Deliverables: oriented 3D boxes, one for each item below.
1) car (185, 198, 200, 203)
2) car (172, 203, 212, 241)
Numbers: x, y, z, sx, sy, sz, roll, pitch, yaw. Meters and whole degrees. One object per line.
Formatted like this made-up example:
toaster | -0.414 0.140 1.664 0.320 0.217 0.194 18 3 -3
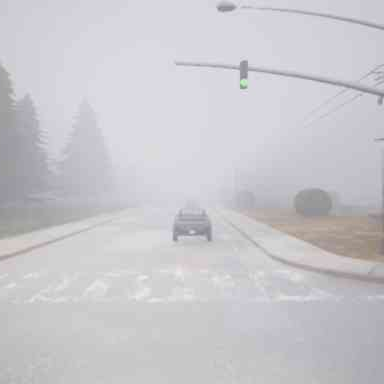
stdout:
car | 0.063 1.628 46.123 1.837 1.490 4.892 0 0 1
car | 0.011 1.545 16.909 2.128 1.511 4.902 0 0 0
